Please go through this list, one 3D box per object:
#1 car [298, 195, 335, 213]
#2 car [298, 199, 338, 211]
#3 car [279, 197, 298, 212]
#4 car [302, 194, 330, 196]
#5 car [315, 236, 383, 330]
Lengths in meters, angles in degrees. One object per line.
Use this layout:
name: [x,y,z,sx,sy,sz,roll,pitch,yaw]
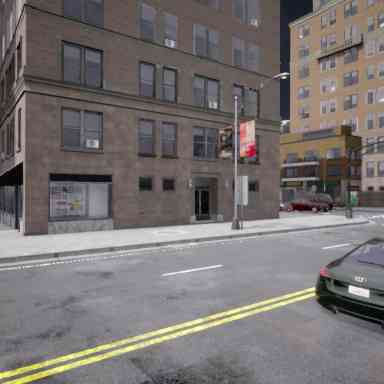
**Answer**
car: [12.698,1.468,36.773,1.882,1.535,5.008,0,0,-35]
car: [15.806,1.576,41.900,1.947,1.339,4.313,0,0,-35]
car: [9.238,1.420,37.291,1.967,1.590,4.097,0,0,-35]
car: [13.986,1.221,39.710,2.150,2.045,5.566,0,0,-32]
car: [4.311,1.564,6.493,4.181,1.385,1.994,0,0,-35]
